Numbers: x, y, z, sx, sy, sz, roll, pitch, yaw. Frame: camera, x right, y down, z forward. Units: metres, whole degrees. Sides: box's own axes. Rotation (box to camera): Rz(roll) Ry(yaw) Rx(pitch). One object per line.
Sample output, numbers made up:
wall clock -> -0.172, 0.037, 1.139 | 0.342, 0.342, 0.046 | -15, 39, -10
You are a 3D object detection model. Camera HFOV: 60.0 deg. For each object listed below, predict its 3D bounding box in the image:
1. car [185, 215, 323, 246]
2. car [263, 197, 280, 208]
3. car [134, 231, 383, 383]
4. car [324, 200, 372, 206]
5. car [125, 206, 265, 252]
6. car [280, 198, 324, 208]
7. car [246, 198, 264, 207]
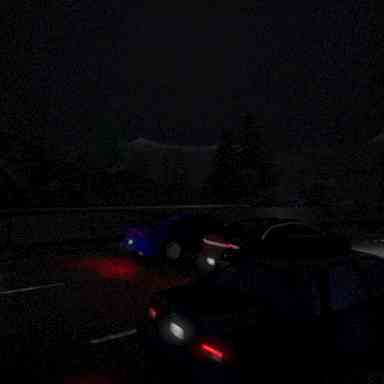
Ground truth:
car -> 2.515, 1.479, 9.417 | 4.902, 1.511, 2.128 | 0, 0, -32
car -> 10.701, 1.518, 37.688 | 4.181, 1.385, 1.994 | 0, 0, -24
car -> 1.938, 1.541, 4.948 | 5.357, 1.411, 2.033 | 0, 0, -33
car -> 15.492, 1.496, 32.174 | 4.674, 1.442, 1.812 | 0, 0, -23
car -> 0.105, 1.458, 12.043 | 5.008, 1.535, 1.882 | 0, 0, -33
car -> 11.957, 1.439, 34.425 | 5.008, 1.535, 1.882 | 0, 0, -24
car -> 8.899, 1.452, 40.719 | 4.892, 1.490, 1.837 | 0, 0, -24
